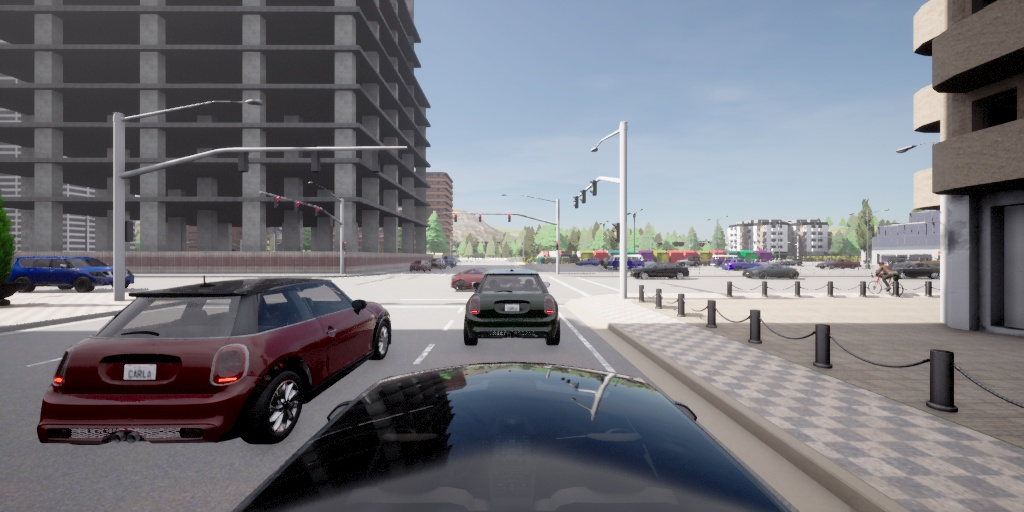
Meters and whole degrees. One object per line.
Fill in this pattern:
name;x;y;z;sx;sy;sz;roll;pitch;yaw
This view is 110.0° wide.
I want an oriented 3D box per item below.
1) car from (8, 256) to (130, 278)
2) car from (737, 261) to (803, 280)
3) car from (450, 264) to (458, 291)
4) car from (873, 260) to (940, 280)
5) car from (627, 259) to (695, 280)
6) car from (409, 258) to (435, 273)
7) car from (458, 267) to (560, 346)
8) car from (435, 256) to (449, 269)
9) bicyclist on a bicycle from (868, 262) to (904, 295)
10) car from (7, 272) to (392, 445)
car;-25.517;1.027;20.839;5.566;2.045;2.150;0;0;0
car;22.953;1.369;31.887;4.181;1.385;1.994;0;0;0
car;-1.493;1.341;21.017;4.181;1.385;1.994;0;0;0
car;35.227;1.310;31.967;4.892;1.490;1.837;0;0;0
car;13.039;1.283;31.820;5.008;1.535;1.882;0;0;0
car;-11.366;1.228;44.752;1.882;1.535;5.008;0;0;0
car;-0.020;1.102;9.605;2.097;1.767;4.553;0;0;-1
car;-11.467;1.102;54.509;2.097;1.767;4.553;0;0;-1
bicyclist on a bicycle;18.070;1.106;17.374;0.582;1.620;1.656;0;0;0
car;-3.483;1.102;5.471;2.097;1.767;4.553;0;0;0
